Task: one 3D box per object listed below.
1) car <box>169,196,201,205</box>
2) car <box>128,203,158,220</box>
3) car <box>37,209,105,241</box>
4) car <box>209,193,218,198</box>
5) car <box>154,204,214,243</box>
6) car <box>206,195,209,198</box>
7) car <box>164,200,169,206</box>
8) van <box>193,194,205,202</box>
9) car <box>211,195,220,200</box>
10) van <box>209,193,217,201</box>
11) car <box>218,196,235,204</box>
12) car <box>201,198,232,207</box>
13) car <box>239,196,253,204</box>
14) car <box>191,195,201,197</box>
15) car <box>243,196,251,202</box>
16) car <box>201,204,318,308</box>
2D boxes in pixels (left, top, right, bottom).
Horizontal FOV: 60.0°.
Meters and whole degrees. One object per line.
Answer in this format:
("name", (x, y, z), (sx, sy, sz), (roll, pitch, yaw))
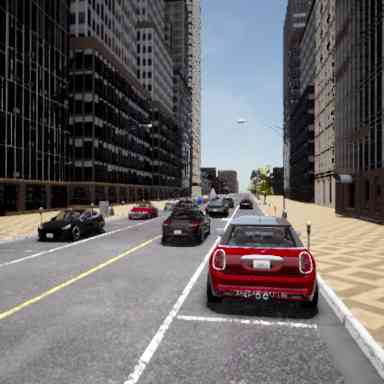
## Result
("car", (-0.579, 1.475, 32.706), (1.837, 1.490, 4.892), (0, 0, 10))
("car", (-3.998, 1.553, 27.963), (1.802, 1.307, 4.206), (0, 0, 9))
("car", (-5.872, 1.546, 16.735), (1.947, 1.339, 4.313), (0, 0, 9))
("car", (4.430, 1.351, 78.495), (1.967, 1.590, 4.097), (0, 0, 9))
("car", (-0.203, 1.513, 16.150), (1.812, 1.442, 4.674), (0, 0, 9))
("car", (1.620, 1.517, 61.653), (1.802, 1.307, 4.206), (0, 0, 9))
("car", (-2.126, 1.511, 39.194), (2.008, 1.369, 4.403), (0, 0, 9))
("van", (0.685, 1.283, 56.038), (1.690, 1.788, 3.998), (0, 0, 9))
("car", (6.302, 1.459, 89.726), (1.947, 1.339, 4.313), (0, 0, 9))
("van", (5.368, 1.243, 84.111), (1.690, 1.788, 3.998), (0, 0, 9))
("car", (4.984, 1.485, 46.672), (1.812, 1.442, 4.674), (0, 0, 10))
("car", (2.374, 1.539, 31.040), (1.994, 1.385, 4.181), (0, 0, 10))
("car", (7.075, 1.532, 43.417), (1.947, 1.339, 4.313), (0, 0, 9))
("car", (-0.253, 1.493, 50.423), (1.887, 1.381, 4.507), (0, 0, 9))
("car", (12.693, 1.504, 77.103), (1.802, 1.307, 4.206), (0, 0, 9))
("car", (1.628, 1.349, 8.204), (2.097, 1.767, 4.553), (0, 0, 9))
